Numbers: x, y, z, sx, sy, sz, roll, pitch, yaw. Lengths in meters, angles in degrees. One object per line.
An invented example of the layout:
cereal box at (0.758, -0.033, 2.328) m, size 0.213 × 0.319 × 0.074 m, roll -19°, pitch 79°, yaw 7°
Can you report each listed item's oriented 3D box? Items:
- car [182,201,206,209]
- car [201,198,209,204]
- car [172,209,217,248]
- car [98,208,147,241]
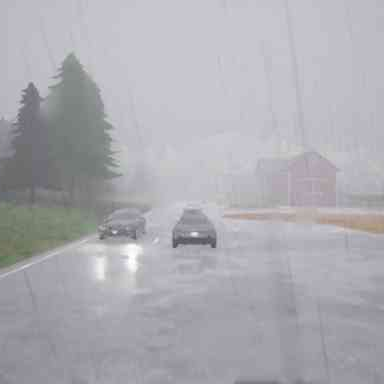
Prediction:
car at (0.091, 1.797, 29.478) m, size 1.812 × 1.442 × 4.674 m, roll 0°, pitch -1°, yaw 0°
car at (2.970, 2.180, 78.939) m, size 1.816 × 1.474 × 4.193 m, roll -6°, pitch 0°, yaw -2°
car at (0.101, 1.709, 15.651) m, size 1.994 × 1.385 × 4.181 m, roll 0°, pitch -1°, yaw 0°
car at (-3.584, 1.671, 17.871) m, size 1.837 × 1.490 × 4.892 m, roll 0°, pitch -1°, yaw 0°
